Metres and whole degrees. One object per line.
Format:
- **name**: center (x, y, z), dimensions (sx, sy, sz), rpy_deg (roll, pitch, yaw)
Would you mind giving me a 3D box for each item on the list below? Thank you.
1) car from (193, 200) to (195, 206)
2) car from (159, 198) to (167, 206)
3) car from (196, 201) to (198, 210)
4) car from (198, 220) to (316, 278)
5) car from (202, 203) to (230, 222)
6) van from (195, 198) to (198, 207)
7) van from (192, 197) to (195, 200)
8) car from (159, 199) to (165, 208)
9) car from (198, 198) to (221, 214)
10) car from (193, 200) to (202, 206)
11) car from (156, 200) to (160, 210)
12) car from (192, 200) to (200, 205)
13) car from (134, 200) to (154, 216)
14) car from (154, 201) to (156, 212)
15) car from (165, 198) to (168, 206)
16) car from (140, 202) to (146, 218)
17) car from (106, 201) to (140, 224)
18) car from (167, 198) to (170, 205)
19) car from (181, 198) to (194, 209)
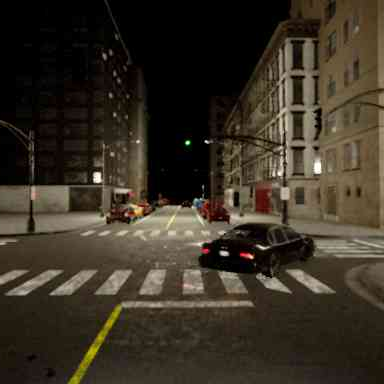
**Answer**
- **car**: center (1.648, 2.289, 55.002), dimensions (1.947, 1.339, 4.313), rpy_deg (0, -1, -1)
- **car**: center (-6.574, 2.434, 65.670), dimensions (1.947, 1.339, 4.313), rpy_deg (0, -1, -1)
- **car**: center (1.847, 2.128, 44.185), dimensions (1.887, 1.381, 4.507), rpy_deg (0, -1, -1)
- **car**: center (2.348, 1.706, 10.783), dimensions (2.033, 1.411, 5.357), rpy_deg (-1, -1, 36)
- **car**: center (2.145, 1.914, 27.961), dimensions (1.887, 1.381, 4.507), rpy_deg (0, -1, -1)
- **van**: center (1.748, 1.995, 49.597), dimensions (1.690, 1.788, 3.998), rpy_deg (0, -1, -1)
- **van**: center (1.350, 2.273, 71.228), dimensions (1.690, 1.788, 3.998), rpy_deg (0, -1, -1)
- **car**: center (-6.475, 2.350, 60.262), dimensions (2.008, 1.369, 4.403), rpy_deg (0, -1, -1)
- **car**: center (2.046, 1.756, 33.372), dimensions (2.192, 1.841, 5.009), rpy_deg (0, -1, -1)
- **car**: center (1.248, 2.530, 76.804), dimensions (1.752, 1.417, 4.829), rpy_deg (0, -1, -1)
- **car**: center (-6.276, 2.225, 49.446), dimensions (1.947, 1.339, 4.313), rpy_deg (0, -1, -1)
- **car**: center (1.052, 2.687, 87.450), dimensions (1.887, 1.381, 4.507), rpy_deg (0, -1, -1)
- **car**: center (-6.078, 1.833, 38.633), dimensions (2.192, 1.841, 5.009), rpy_deg (0, -1, -1)
- **car**: center (-6.174, 2.112, 43.868), dimensions (1.752, 1.417, 4.829), rpy_deg (0, -1, -1)
- **car**: center (-6.673, 2.520, 71.078), dimensions (1.802, 1.307, 4.206), rpy_deg (0, -1, -1)
- **car**: center (-5.975, 1.970, 33.052), dimensions (1.752, 1.417, 4.829), rpy_deg (0, -1, -1)
- **car**: center (-5.879, 1.816, 27.815), dimensions (1.967, 1.590, 4.097), rpy_deg (0, -1, -1)
- **car**: center (-6.773, 2.323, 76.489), dimensions (2.192, 1.841, 5.009), rpy_deg (0, -1, -1)
- **car**: center (-0.967, 2.301, 58.840), dimensions (1.812, 1.442, 4.674), rpy_deg (0, -1, -1)
